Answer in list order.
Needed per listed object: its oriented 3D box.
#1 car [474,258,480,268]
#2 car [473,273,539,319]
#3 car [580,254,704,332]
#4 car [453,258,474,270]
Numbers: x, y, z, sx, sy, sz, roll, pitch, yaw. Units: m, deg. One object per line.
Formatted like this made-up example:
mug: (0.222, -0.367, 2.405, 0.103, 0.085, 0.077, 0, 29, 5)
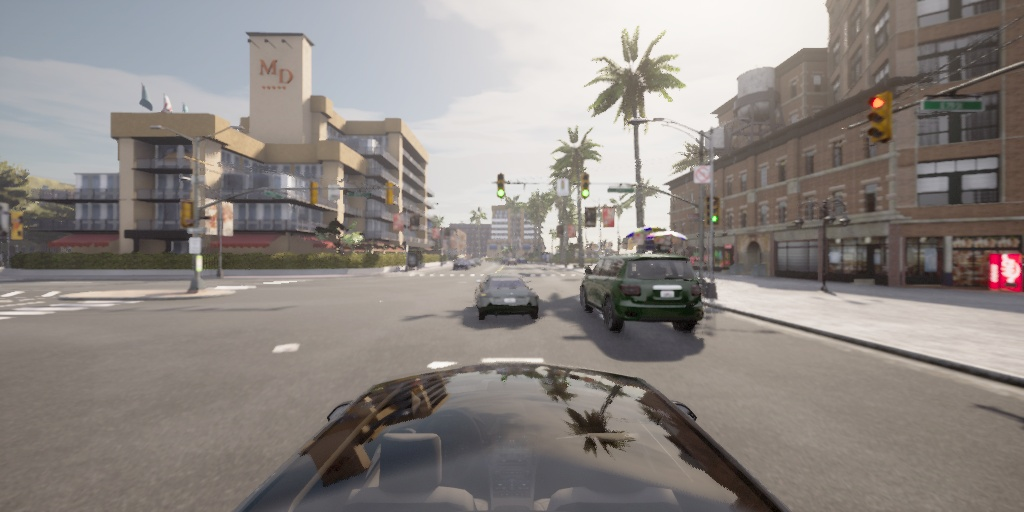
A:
car: (-6.997, 1.223, 60.121, 1.812, 1.442, 4.674, 0, 0, 0)
car: (-0.320, 1.304, 12.828, 1.994, 1.385, 4.181, 0, 0, -7)
car: (3.599, 0.964, 10.979, 2.150, 2.045, 5.566, 0, 0, 0)
car: (-6.998, 1.059, 50.237, 2.097, 1.767, 4.553, 0, 0, 0)
